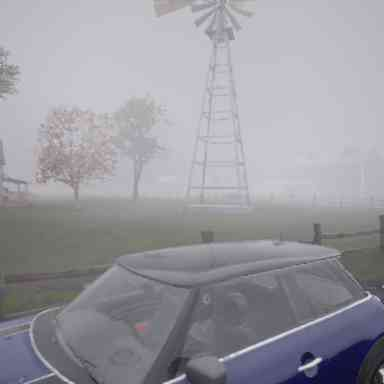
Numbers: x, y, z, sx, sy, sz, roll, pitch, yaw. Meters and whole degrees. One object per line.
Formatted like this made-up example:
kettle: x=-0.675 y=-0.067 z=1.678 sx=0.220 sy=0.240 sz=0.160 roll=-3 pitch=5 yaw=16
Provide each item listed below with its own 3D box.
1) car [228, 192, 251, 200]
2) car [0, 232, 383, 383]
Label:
car: x=8.808 y=0.756 z=62.271 sx=1.882 sy=1.535 sz=5.008 roll=1 pitch=0 yaw=-35
car: x=-0.135 y=1.348 z=2.973 sx=4.553 sy=1.767 sz=2.097 roll=0 pitch=0 yaw=-35
